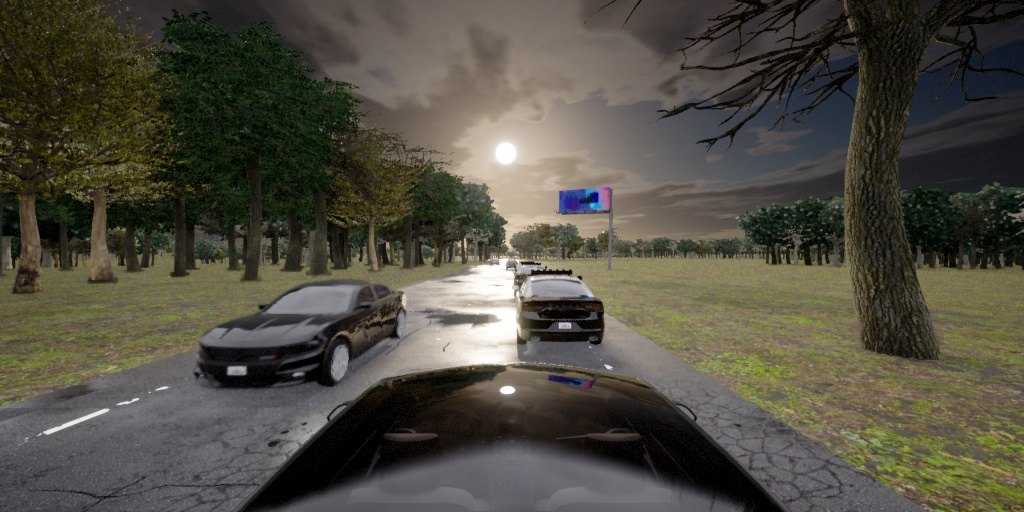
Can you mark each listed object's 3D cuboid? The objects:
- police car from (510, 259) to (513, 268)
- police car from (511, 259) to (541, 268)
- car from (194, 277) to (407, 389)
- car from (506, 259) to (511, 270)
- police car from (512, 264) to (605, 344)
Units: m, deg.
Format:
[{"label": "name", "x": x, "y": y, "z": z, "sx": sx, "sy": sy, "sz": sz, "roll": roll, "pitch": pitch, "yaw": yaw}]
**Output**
[{"label": "police car", "x": 1.044, "y": 1.169, "z": 25.683, "sx": 1.930, "sy": 1.638, "sz": 5.238, "roll": 0, "pitch": 0, "yaw": 0}, {"label": "police car", "x": 1.045, "y": 1.170, "z": 19.682, "sx": 1.930, "sy": 1.638, "sz": 5.238, "roll": 0, "pitch": 0, "yaw": 0}, {"label": "car", "x": -3.600, "y": 1.226, "z": 7.193, "sx": 1.882, "sy": 1.535, "sz": 5.008, "roll": 0, "pitch": 0, "yaw": 0}, {"label": "car", "x": 0.046, "y": 1.348, "z": 52.531, "sx": 1.895, "sy": 1.301, "sz": 4.718, "roll": 0, "pitch": 0, "yaw": 0}, {"label": "police car", "x": 1.048, "y": 1.173, "z": 9.681, "sx": 1.930, "sy": 1.638, "sz": 5.238, "roll": 0, "pitch": 0, "yaw": 0}]
